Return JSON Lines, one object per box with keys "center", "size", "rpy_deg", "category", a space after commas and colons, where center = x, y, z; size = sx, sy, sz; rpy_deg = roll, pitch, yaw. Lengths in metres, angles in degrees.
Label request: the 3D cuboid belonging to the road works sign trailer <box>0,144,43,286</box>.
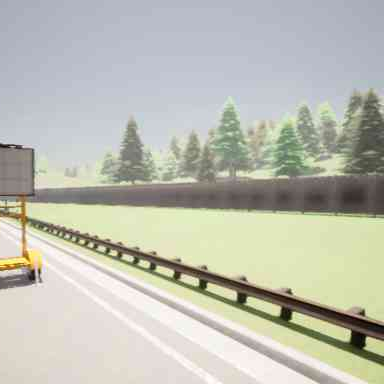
{"center": [-5.421, 0.524, 8.671], "size": [2.380, 3.560, 2.880], "rpy_deg": [-1, 0, -36], "category": "road works sign trailer"}
